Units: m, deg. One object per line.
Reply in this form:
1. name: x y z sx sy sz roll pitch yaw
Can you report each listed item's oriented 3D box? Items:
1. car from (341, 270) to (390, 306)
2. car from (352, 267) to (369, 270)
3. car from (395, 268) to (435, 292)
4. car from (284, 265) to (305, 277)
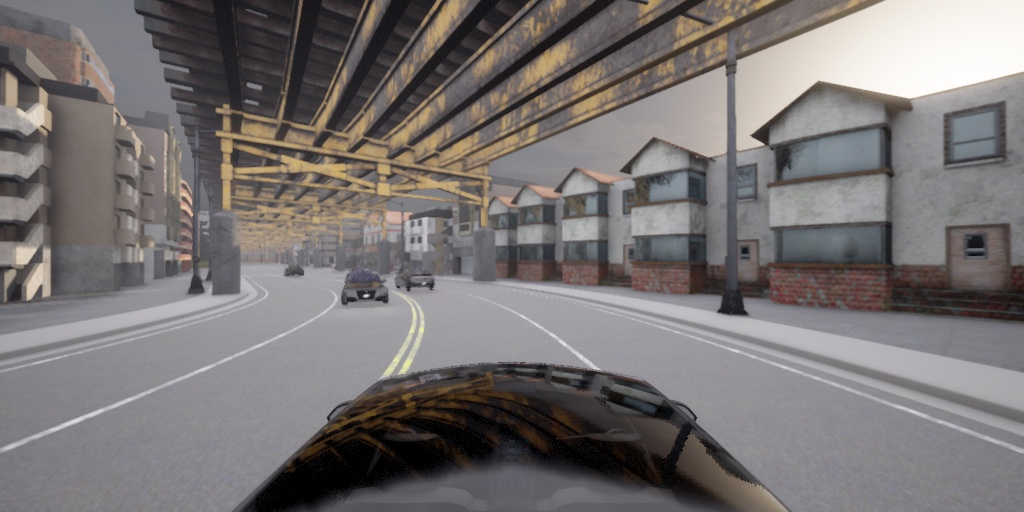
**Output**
1. car: -7.115 1.575 17.469 1.994 1.385 4.181 0 -1 -23
2. car: -16.118 1.913 37.958 1.812 1.442 4.674 0 -1 -38
3. car: -6.916 1.624 25.263 2.128 1.511 4.902 0 -1 -30
4. car: -30.908 2.045 50.880 2.097 1.767 4.553 0 -1 -38
